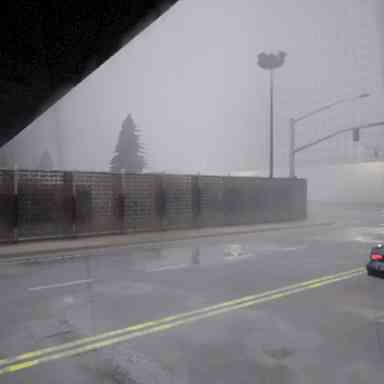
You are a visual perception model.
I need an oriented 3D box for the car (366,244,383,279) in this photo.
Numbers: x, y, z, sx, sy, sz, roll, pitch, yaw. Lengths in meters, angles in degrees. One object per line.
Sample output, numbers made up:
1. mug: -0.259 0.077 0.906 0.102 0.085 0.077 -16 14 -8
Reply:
1. car: 6.593 1.539 8.522 5.357 1.411 2.033 0 0 -35
